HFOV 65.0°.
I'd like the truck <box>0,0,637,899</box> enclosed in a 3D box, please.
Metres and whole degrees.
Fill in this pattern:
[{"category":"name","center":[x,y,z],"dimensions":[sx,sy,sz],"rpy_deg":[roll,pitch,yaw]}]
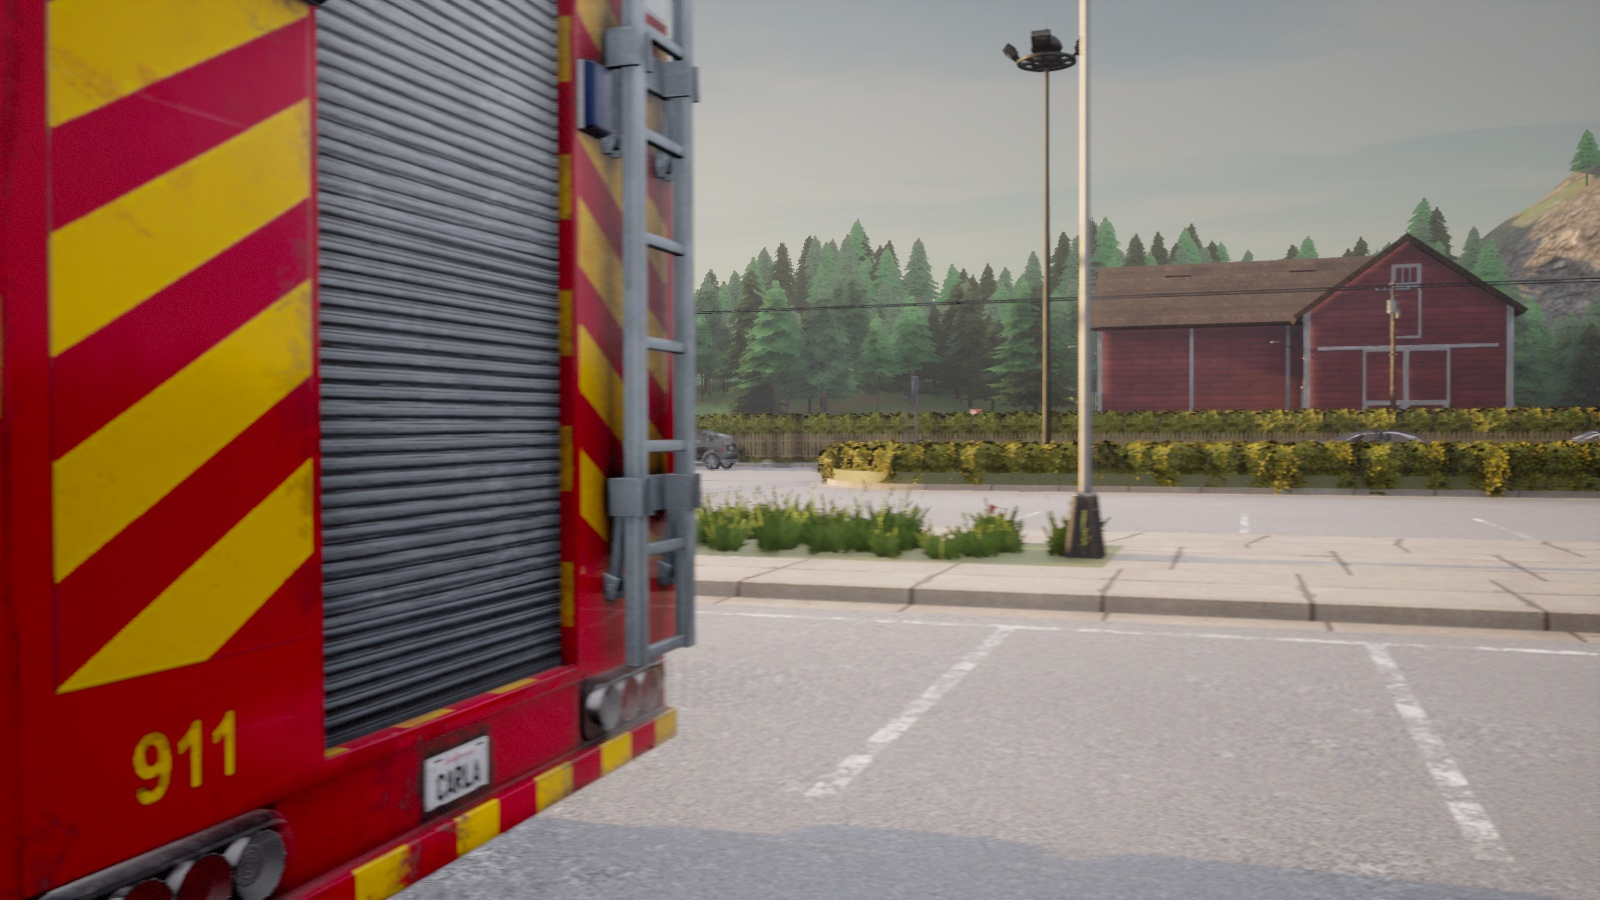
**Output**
[{"category":"truck","center":[-5.115,-0.436,4.897],"dimensions":[8.468,3.827,2.891],"rpy_deg":[1,1,19]}]

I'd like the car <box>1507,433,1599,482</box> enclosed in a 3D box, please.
[{"category":"car","center":[25.587,0.237,40.106],"dimensions":[4.902,1.511,2.128],"rpy_deg":[1,1,19]}]

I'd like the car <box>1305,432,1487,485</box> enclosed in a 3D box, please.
[{"category":"car","center":[18.348,0.228,38.933],"dimensions":[4.902,1.511,2.128],"rpy_deg":[1,1,19]}]

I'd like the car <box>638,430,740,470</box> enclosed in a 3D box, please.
[{"category":"car","center":[-4.463,-0.023,50.634],"dimensions":[3.705,1.549,1.789],"rpy_deg":[1,1,19]}]
